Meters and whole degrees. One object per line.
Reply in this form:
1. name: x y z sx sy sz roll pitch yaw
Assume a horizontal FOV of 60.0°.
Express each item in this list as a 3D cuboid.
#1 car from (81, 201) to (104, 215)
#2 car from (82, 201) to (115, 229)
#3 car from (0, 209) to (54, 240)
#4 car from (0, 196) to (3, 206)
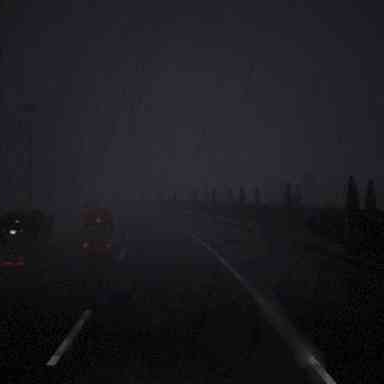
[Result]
1. car: -11.970 1.843 39.757 2.128 1.511 4.902 0 0 -23
2. car: -6.602 1.686 23.789 1.882 1.535 5.008 0 -1 -13
3. car: -8.943 1.676 18.213 1.837 1.490 4.892 0 0 -10
4. car: -41.012 1.860 69.763 2.150 2.045 5.566 0 -1 -31
